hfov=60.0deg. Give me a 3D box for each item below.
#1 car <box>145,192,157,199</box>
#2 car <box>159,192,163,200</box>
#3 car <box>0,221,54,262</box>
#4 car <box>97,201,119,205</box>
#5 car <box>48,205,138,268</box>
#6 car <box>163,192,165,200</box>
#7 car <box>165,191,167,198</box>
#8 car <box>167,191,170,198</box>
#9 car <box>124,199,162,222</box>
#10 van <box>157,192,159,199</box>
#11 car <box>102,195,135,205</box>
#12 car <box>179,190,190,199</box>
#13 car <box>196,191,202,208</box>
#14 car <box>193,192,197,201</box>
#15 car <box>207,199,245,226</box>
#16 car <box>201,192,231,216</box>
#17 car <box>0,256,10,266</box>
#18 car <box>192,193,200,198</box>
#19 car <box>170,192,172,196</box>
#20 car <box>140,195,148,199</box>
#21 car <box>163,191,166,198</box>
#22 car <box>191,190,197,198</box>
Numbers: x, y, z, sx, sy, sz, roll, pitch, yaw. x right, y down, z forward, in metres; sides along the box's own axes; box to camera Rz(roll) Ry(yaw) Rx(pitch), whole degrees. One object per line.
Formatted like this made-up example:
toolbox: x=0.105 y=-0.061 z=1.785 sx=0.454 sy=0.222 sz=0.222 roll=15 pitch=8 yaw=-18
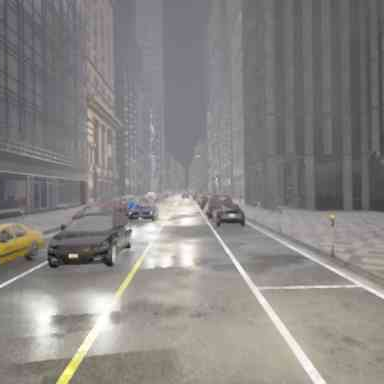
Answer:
car: x=-6.790 y=1.200 z=49.367 sx=1.967 sy=1.590 sz=4.097 roll=0 pitch=0 yaw=-1
car: x=-7.014 y=0.986 z=60.613 sx=2.192 sy=1.841 sz=5.009 roll=0 pitch=0 yaw=-1
car: x=-6.007 y=1.560 z=9.831 sx=1.752 sy=1.417 sz=4.829 roll=0 pitch=0 yaw=-1
car: x=-6.233 y=1.508 z=21.249 sx=1.887 sy=1.381 sz=4.507 roll=0 pitch=0 yaw=-1
car: x=-3.289 y=1.459 z=11.563 sx=1.882 sy=1.535 sz=5.008 roll=-1 pitch=0 yaw=-1
car: x=-7.124 y=1.177 z=66.238 sx=2.008 sy=1.369 sz=4.403 roll=0 pitch=0 yaw=-1
car: x=-7.344 y=1.060 z=77.315 sx=1.752 sy=1.417 sz=4.829 roll=0 pitch=0 yaw=-1
car: x=-7.570 y=0.985 z=88.731 sx=1.887 sy=1.381 sz=4.507 roll=0 pitch=0 yaw=-1
car: x=-3.534 y=1.497 z=24.852 sx=1.895 sy=1.301 sz=4.718 roll=-1 pitch=0 yaw=-1
van: x=-6.902 y=1.057 z=54.989 sx=1.690 sy=1.788 sz=3.998 roll=0 pitch=0 yaw=-1
car: x=-6.345 y=1.241 z=26.871 sx=2.192 sy=1.841 sz=5.009 roll=0 pitch=0 yaw=-1
car: x=-1.572 y=0.953 z=81.350 sx=1.994 sy=1.385 sz=4.181 roll=-1 pitch=0 yaw=-1
car: x=1.955 y=1.025 z=38.284 sx=2.192 sy=1.841 sz=5.009 roll=0 pitch=0 yaw=-1
car: x=1.622 y=1.124 z=55.155 sx=1.887 sy=1.381 sz=4.507 roll=0 pitch=0 yaw=-1
car: x=2.290 y=1.394 z=21.415 sx=1.947 sy=1.339 sz=4.313 roll=0 pitch=0 yaw=-1
car: x=2.178 y=1.105 z=27.037 sx=2.192 sy=1.841 sz=5.009 roll=0 pitch=0 yaw=-1
car: x=-3.087 y=1.532 z=1.257 sx=2.128 sy=1.511 sz=4.902 roll=-1 pitch=0 yaw=-1
car: x=0.953 y=0.855 z=88.895 sx=2.008 sy=1.369 sz=4.403 roll=0 pitch=0 yaw=-1
car: x=-7.683 y=0.708 z=94.353 sx=2.192 sy=1.841 sz=5.009 roll=0 pitch=0 yaw=-1
car: x=-6.567 y=1.397 z=38.120 sx=2.008 sy=1.369 sz=4.403 roll=0 pitch=0 yaw=-1
car: x=-7.235 y=1.125 z=71.861 sx=1.887 sy=1.381 sz=4.507 roll=0 pitch=0 yaw=-1
car: x=1.398 y=0.805 z=66.400 sx=2.192 sy=1.841 sz=5.009 roll=0 pitch=0 yaw=-1
